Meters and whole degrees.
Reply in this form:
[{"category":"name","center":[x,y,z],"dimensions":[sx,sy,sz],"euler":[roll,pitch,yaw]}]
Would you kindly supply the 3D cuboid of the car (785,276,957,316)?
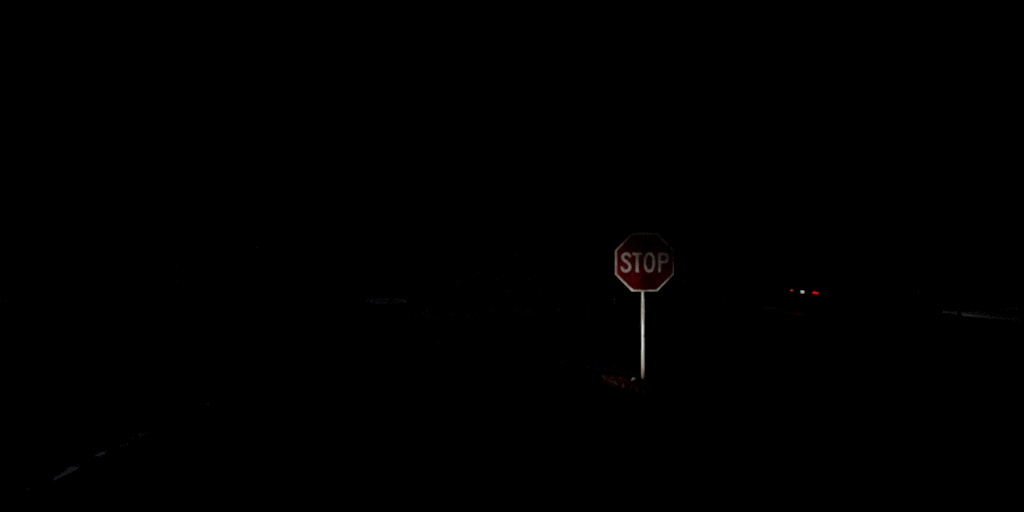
[{"category":"car","center":[14.069,1.520,14.223],"dimensions":[5.357,1.411,2.033],"euler":[1,0,1]}]
